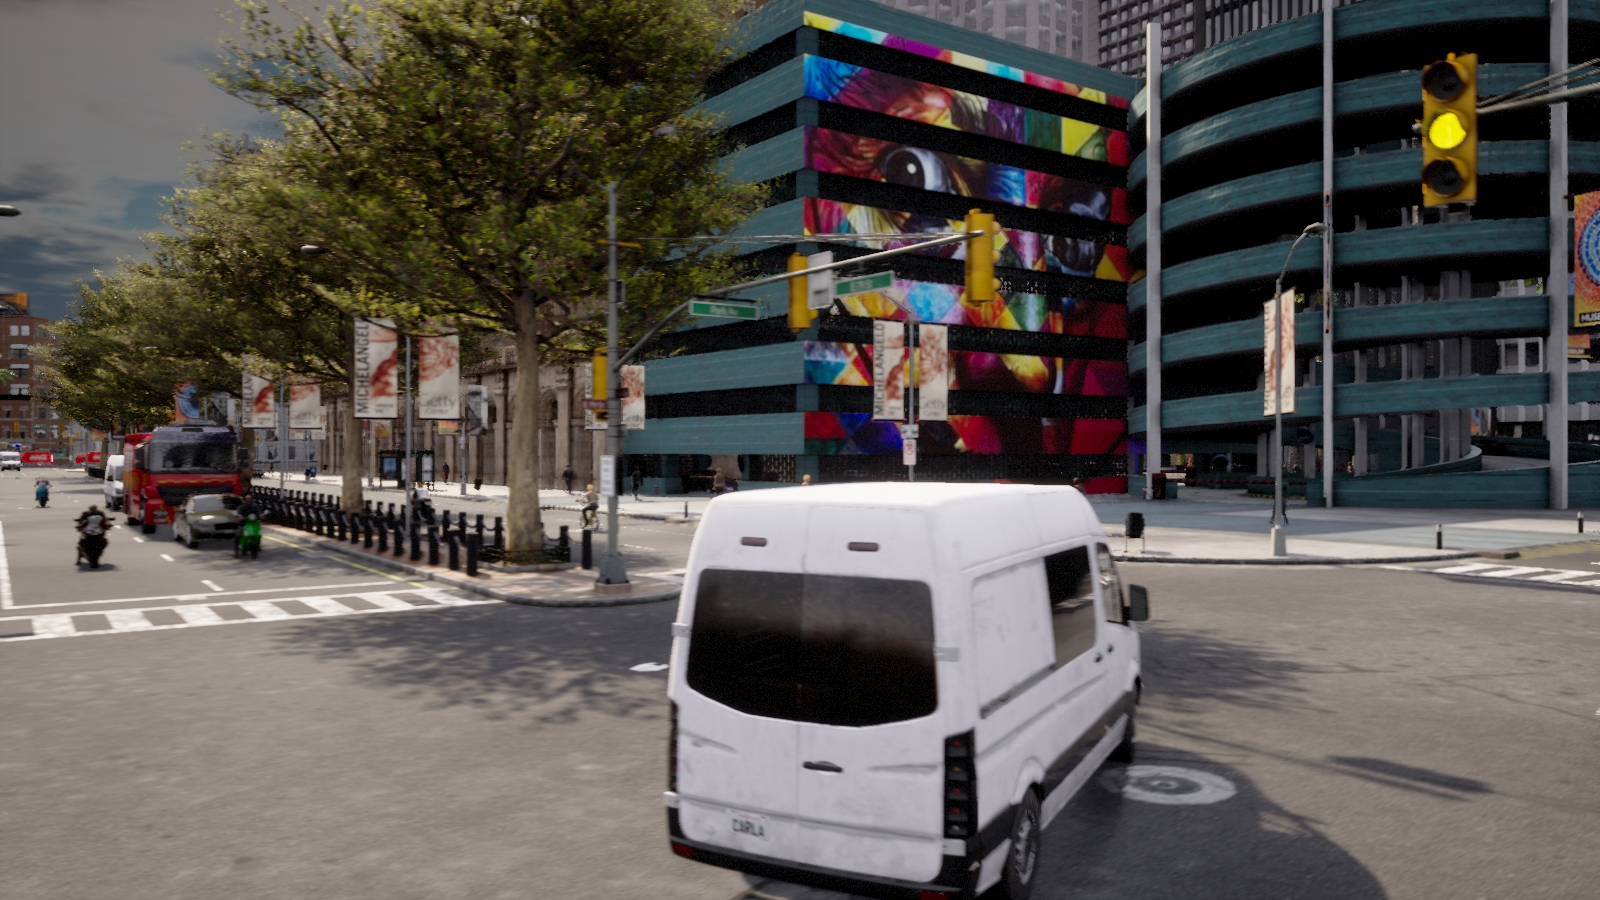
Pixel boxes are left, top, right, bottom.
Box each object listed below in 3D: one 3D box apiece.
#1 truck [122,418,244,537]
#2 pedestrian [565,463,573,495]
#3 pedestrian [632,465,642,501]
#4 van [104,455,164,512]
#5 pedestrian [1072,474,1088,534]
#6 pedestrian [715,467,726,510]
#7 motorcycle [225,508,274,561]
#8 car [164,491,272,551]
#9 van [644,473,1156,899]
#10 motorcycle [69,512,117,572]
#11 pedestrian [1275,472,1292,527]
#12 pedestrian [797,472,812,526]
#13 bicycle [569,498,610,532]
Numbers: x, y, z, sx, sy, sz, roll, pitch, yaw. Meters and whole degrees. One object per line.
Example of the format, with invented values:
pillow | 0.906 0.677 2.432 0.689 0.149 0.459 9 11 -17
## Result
truck | -22.320 0.890 41.065 2.891 3.827 8.468 0 0 -35
pedestrian | -13.690 1.696 67.620 0.375 1.860 0.375 0 0 -32
pedestrian | -8.419 1.696 59.102 0.375 1.860 0.375 0 0 -32
van | -31.888 1.534 54.612 1.988 2.561 5.915 0 0 -35
pedestrian | 8.824 1.699 36.000 0.375 1.860 0.375 0 0 43
pedestrian | -3.518 1.697 50.593 0.375 1.860 0.375 0 0 -31
motorcycle | -14.371 2.182 29.819 0.856 1.236 1.805 0 0 -35
car | -17.579 2.061 34.370 2.231 1.480 4.892 0 0 -35
van | 1.281 1.534 9.014 1.988 2.561 5.915 0 0 26
motorcycle | -17.174 2.205 27.744 0.867 1.251 2.209 0 0 -35
pedestrian | 16.513 1.696 39.029 0.375 1.860 0.375 0 0 -32
pedestrian | 0.172 1.697 39.957 0.375 1.860 0.375 0 0 40
bicycle | -7.362 2.256 39.874 0.859 1.080 1.487 0 0 -36
